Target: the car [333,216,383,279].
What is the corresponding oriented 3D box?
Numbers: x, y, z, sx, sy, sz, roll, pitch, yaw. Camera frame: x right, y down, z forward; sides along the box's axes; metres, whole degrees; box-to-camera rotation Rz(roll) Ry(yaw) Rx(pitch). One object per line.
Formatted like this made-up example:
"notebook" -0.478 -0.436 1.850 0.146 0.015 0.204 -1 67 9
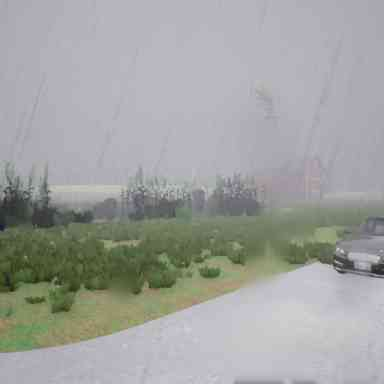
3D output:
"car" 5.751 1.491 9.652 2.128 1.511 4.902 0 0 44
